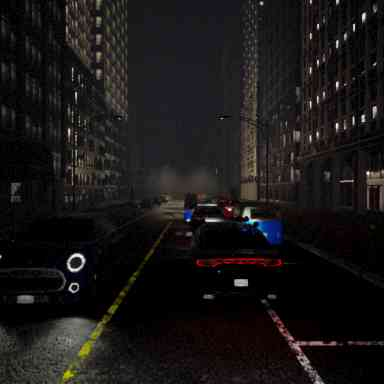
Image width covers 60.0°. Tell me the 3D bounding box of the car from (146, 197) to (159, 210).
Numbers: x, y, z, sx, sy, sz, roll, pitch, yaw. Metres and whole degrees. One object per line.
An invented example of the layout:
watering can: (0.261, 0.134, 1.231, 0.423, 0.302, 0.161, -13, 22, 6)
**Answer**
car: (-5.820, 1.541, 42.504, 2.008, 1.369, 4.403, -1, 0, 0)

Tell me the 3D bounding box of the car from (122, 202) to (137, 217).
car: (-5.770, 1.545, 25.453, 2.008, 1.369, 4.403, -1, 0, 0)

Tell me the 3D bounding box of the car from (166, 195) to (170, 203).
car: (-5.887, 1.565, 65.238, 1.802, 1.307, 4.206, -1, 0, 0)

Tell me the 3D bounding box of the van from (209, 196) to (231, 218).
van: (2.592, 1.334, 31.162, 1.690, 1.788, 3.998, -1, 0, 0)

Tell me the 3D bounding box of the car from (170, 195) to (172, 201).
car: (-5.905, 1.421, 70.922, 1.967, 1.590, 4.097, -1, 0, 0)

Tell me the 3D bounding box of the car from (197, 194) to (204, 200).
car: (2.409, 1.413, 93.682, 1.967, 1.590, 4.097, -1, 0, 0)

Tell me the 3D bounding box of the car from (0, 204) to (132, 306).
car: (-3.020, 1.350, 8.260, 2.097, 1.767, 4.553, 0, 0, 0)

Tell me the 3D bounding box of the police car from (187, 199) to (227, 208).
police car: (0.848, 1.421, 18.562, 1.930, 1.638, 5.238, 0, 0, 0)

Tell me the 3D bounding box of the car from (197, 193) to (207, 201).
car: (2.441, 1.293, 82.315, 2.192, 1.841, 5.009, -1, 0, 0)

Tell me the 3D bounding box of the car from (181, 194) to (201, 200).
car: (-0.118, 1.467, 45.602, 1.882, 1.535, 5.008, 0, 0, 0)

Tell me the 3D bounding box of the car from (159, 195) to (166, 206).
car: (-5.853, 1.537, 53.871, 2.008, 1.369, 4.403, -1, 0, 0)

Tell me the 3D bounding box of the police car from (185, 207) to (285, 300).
police car: (0.878, 1.423, 8.561, 1.930, 1.638, 5.238, 0, 0, 0)

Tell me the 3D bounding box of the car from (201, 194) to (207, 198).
car: (2.527, 1.537, 53.896, 2.008, 1.369, 4.403, -1, 0, 0)

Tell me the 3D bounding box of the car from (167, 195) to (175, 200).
car: (-5.971, 1.539, 93.657, 1.947, 1.339, 4.313, -1, 0, 0)

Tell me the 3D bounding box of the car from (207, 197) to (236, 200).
car: (2.608, 1.309, 25.478, 2.192, 1.841, 5.009, -1, 0, 0)

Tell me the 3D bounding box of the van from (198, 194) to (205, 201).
van: (2.425, 1.317, 87.998, 1.690, 1.788, 3.998, -1, 0, 0)

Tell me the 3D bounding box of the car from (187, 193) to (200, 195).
car: (-0.172, 1.206, 59.491, 2.150, 2.045, 5.566, 0, 0, 0)

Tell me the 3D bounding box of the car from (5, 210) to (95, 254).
car: (-5.736, 1.563, 14.086, 1.947, 1.339, 4.313, -1, 0, 0)

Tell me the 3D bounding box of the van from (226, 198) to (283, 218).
van: (2.642, 1.338, 14.111, 1.690, 1.788, 3.998, -1, 0, 0)

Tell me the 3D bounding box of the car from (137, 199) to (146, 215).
car: (-5.786, 1.575, 31.137, 1.802, 1.307, 4.206, -1, 0, 0)

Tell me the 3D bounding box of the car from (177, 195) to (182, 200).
car: (-3.274, 1.498, 93.823, 1.812, 1.442, 4.674, 0, 0, 0)

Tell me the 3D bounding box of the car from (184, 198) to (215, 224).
car: (0.574, 1.472, 24.550, 1.882, 1.535, 5.008, 0, 0, 6)

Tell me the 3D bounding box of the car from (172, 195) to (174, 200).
car: (-5.936, 1.503, 82.120, 1.752, 1.417, 4.829, -1, 0, 0)
